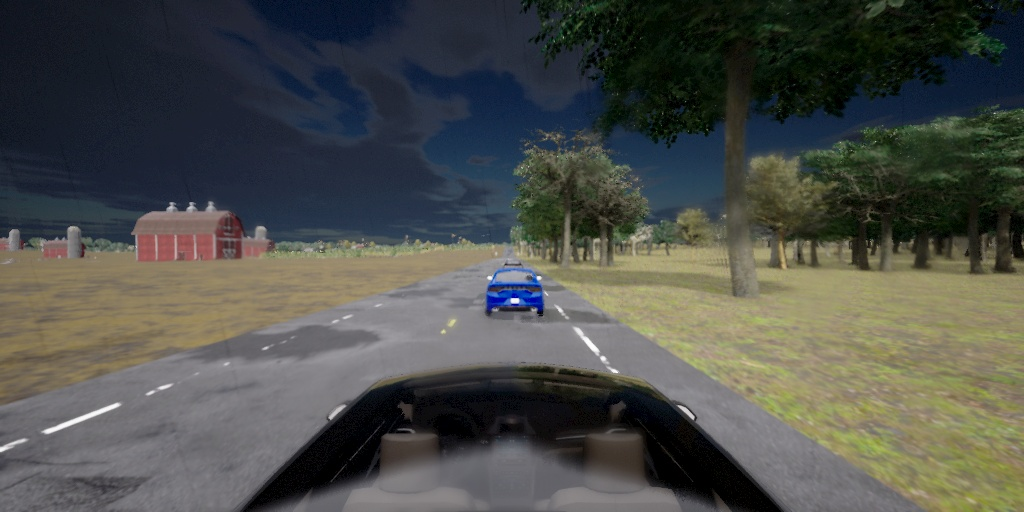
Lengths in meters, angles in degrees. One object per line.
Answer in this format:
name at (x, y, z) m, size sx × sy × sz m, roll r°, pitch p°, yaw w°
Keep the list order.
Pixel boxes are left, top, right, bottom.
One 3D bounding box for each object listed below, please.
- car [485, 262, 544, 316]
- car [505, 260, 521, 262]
car at (0.092, 1.174, 13.212) m, size 1.882 × 1.535 × 5.008 m, roll 0°, pitch 0°, yaw 0°
car at (0.088, 1.059, 32.031) m, size 2.128 × 1.511 × 4.902 m, roll 0°, pitch 0°, yaw 0°
